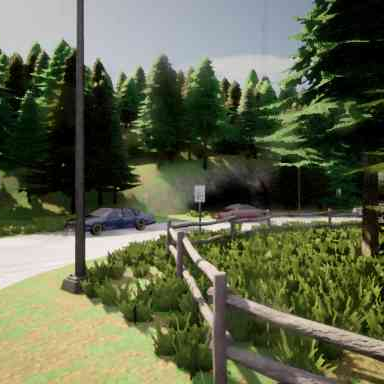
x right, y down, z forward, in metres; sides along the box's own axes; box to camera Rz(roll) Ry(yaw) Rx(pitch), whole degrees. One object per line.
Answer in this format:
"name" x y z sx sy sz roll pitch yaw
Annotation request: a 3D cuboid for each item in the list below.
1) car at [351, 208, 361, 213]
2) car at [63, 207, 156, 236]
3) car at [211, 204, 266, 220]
"car" 16.268 1.628 28.475 4.718 1.301 1.895 0 0 -4
"car" -4.523 1.574 19.156 2.033 1.411 5.357 0 0 41
"car" 3.577 1.590 25.298 4.181 1.385 1.994 0 0 -26
